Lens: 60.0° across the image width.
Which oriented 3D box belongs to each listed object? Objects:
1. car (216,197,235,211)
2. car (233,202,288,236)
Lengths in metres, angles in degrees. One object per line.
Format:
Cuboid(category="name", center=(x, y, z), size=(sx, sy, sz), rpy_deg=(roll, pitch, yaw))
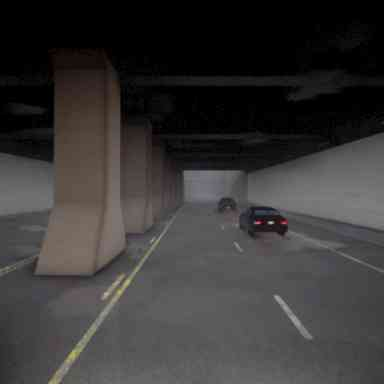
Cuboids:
Cuboid(category="car", center=(3.860, 1.363, 37.399), size=(1.837, 1.490, 4.892), rpy_deg=(0, 0, 0))
Cuboid(category="car", center=(3.721, 1.482, 18.109), size=(2.033, 1.411, 5.357), rpy_deg=(0, 0, 0))
